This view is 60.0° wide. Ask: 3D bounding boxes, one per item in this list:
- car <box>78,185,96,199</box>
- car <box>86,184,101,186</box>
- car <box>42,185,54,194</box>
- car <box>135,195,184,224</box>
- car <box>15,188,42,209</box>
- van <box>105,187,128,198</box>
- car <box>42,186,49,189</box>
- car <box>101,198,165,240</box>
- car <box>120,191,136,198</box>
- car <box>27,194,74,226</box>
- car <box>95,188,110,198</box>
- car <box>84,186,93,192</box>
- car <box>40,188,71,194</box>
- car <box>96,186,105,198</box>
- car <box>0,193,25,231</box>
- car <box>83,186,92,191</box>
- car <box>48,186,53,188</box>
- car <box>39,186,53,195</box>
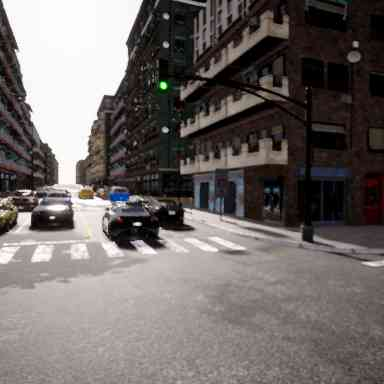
[{"bbox_3d":[-14.918,0.129,46.683,1.882,1.535,5.008,0,1,-21],"label":"car"},{"bbox_3d":[-17.741,-0.432,61.512,2.192,1.841,5.009,1,1,-21],"label":"car"},{"bbox_3d":[-27.579,-0.505,63.824,1.967,1.590,4.097,1,1,-21],"label":"car"},{"bbox_3d":[-1.779,1.070,19.315,1.947,1.339,4.313,1,1,-21],"label":"car"},{"bbox_3d":[-13.605,0.588,26.896,1.967,1.590,4.097,1,1,-21],"label":"car"},{"bbox_3d":[-7.761,0.375,35.136,1.690,1.788,3.998,1,1,-21],"label":"van"},{"bbox_3d":[-21.593,0.067,47.999,1.887,1.381,4.507,1,1,-21],"label":"car"},{"bbox_3d":[-2.839,1.163,14.764,1.994,1.385,4.181,0,1,-21],"label":"car"},{"bbox_3d":[-3.775,0.898,24.589,2.008,1.369,4.403,1,1,-21],"label":"car"},{"bbox_3d":[-7.555,1.011,18.186,1.994,1.385,4.181,0,2,-21],"label":"car"},{"bbox_3d":[-13.757,0.147,50.966,1.802,1.307,4.206,1,1,-21],"label":"car"},{"bbox_3d":[-25.794,-0.849,82.778,1.752,1.417,4.829,1,1,-21],"label":"car"},{"bbox_3d":[-10.635,0.683,26.334,1.882,1.535,5.008,0,1,-21],"label":"car"},{"bbox_3d":[-11.819,0.242,45.849,1.752,1.417,4.829,1,1,-21],"label":"car"},{"bbox_3d":[-9.554,0.992,16.188,1.752,1.417,4.829,1,1,-21],"label":"car"},{"bbox_3d":[-27.730,-0.974,87.894,2.008,1.369,4.403,1,1,-21],"label":"car"},{"bbox_3d":[-14.281,0.395,36.045,1.882,1.535,5.008,0,1,-20],"label":"car"},{"bbox_3d":[-25.586,-0.239,58.550,2.008,1.369,4.403,1,1,-21],"label":"car"}]
